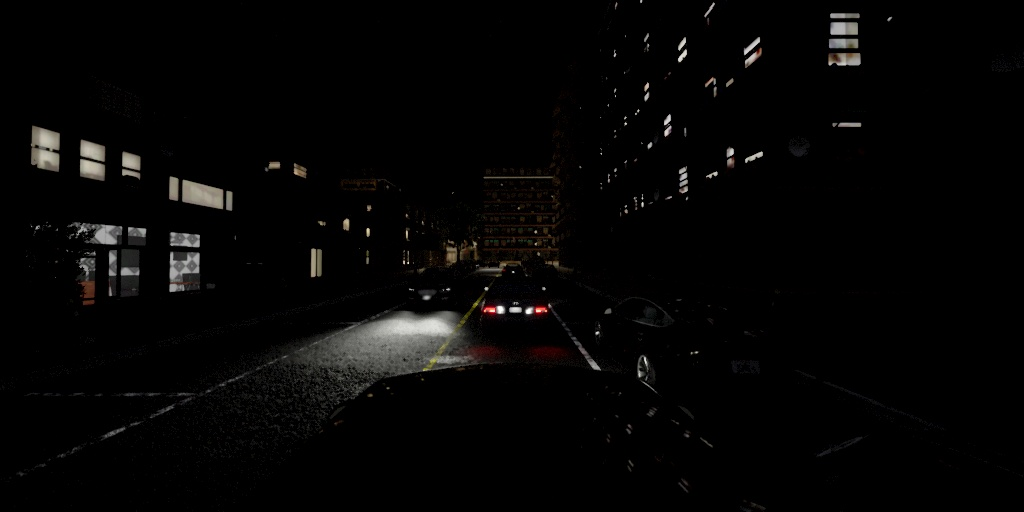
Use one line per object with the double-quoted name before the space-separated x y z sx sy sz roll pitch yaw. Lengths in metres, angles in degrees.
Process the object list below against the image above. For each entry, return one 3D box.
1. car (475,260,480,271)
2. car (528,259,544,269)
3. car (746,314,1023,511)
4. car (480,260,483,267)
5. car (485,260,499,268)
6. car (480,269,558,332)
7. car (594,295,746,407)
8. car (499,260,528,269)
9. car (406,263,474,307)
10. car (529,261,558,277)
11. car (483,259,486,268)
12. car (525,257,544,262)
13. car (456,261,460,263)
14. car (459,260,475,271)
"car" -5.652 1.212 45.972 1.967 1.591 4.097 0 0 0
"car" 2.695 1.290 34.825 1.751 1.417 4.829 0 0 0
"car" 2.691 1.189 0.536 1.967 1.591 4.097 0 0 0
"car" -5.651 1.359 51.658 1.802 1.307 4.207 0 0 0
"car" -2.993 1.415 60.435 1.895 1.301 4.718 0 0 0
"car" 0.096 1.301 10.841 2.033 1.411 5.357 0 0 0
"car" 2.692 1.317 6.223 1.948 1.339 4.313 0 0 0
"car" 0.104 1.328 32.288 1.994 1.385 4.181 0 0 0
"car" -3.098 1.247 15.473 2.128 1.511 4.902 0 0 0
"car" 2.694 1.312 28.969 2.007 1.370 4.403 0 0 0
"car" -5.649 1.352 63.031 1.948 1.339 4.313 0 0 0
"car" 2.695 1.083 40.343 2.192 1.841 5.009 0 0 0
"car" -5.654 1.287 28.742 1.751 1.417 4.829 0 0 0
"car" -5.652 1.208 40.284 1.967 1.591 4.097 0 0 0
